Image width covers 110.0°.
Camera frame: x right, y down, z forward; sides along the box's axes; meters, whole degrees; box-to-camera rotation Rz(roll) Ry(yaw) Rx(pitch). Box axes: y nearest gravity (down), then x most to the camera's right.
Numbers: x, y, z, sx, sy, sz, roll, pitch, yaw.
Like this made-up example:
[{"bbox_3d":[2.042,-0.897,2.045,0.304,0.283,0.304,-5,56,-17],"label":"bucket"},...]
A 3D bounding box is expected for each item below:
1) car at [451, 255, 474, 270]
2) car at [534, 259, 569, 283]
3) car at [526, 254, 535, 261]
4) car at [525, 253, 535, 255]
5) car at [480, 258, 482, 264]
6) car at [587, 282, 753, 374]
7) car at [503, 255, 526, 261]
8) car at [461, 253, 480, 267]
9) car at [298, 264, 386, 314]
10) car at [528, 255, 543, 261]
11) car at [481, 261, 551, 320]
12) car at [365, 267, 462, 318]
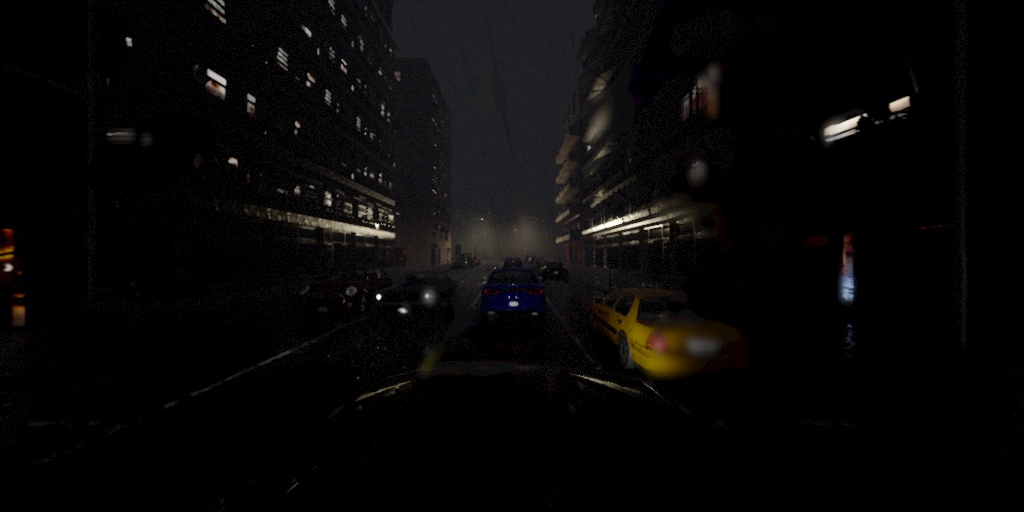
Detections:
[{"bbox_3d":[-5.813,0.854,40.632,2.007,1.370,4.403,0,0,0],"label":"car"},{"bbox_3d":[2.767,1.053,24.536,1.948,1.339,4.313,0,0,0],"label":"car"},{"bbox_3d":[2.836,0.791,46.166,2.007,1.370,4.403,0,0,0],"label":"car"},{"bbox_3d":[2.837,0.429,57.300,2.192,1.841,5.009,0,0,0],"label":"car"},{"bbox_3d":[-5.811,0.743,51.768,1.948,1.339,4.313,0,0,0],"label":"car"},{"bbox_3d":[2.702,1.212,7.362,1.751,1.417,4.829,0,0,0],"label":"car"},{"bbox_3d":[0.106,0.838,35.623,1.882,1.535,5.008,0,1,0],"label":"car"},{"bbox_3d":[-5.812,0.555,46.199,2.192,1.841,5.009,0,0,0],"label":"car"},{"bbox_3d":[-5.706,1.062,12.793,1.967,1.591,4.097,0,0,0],"label":"car"},{"bbox_3d":[2.834,0.892,35.200,1.751,1.417,4.829,0,0,0],"label":"car"},{"bbox_3d":[0.031,1.107,12.136,1.882,1.535,5.008,0,1,0],"label":"car"},{"bbox_3d":[-3.097,1.227,12.425,1.895,1.301,4.718,0,1,0],"label":"car"}]
